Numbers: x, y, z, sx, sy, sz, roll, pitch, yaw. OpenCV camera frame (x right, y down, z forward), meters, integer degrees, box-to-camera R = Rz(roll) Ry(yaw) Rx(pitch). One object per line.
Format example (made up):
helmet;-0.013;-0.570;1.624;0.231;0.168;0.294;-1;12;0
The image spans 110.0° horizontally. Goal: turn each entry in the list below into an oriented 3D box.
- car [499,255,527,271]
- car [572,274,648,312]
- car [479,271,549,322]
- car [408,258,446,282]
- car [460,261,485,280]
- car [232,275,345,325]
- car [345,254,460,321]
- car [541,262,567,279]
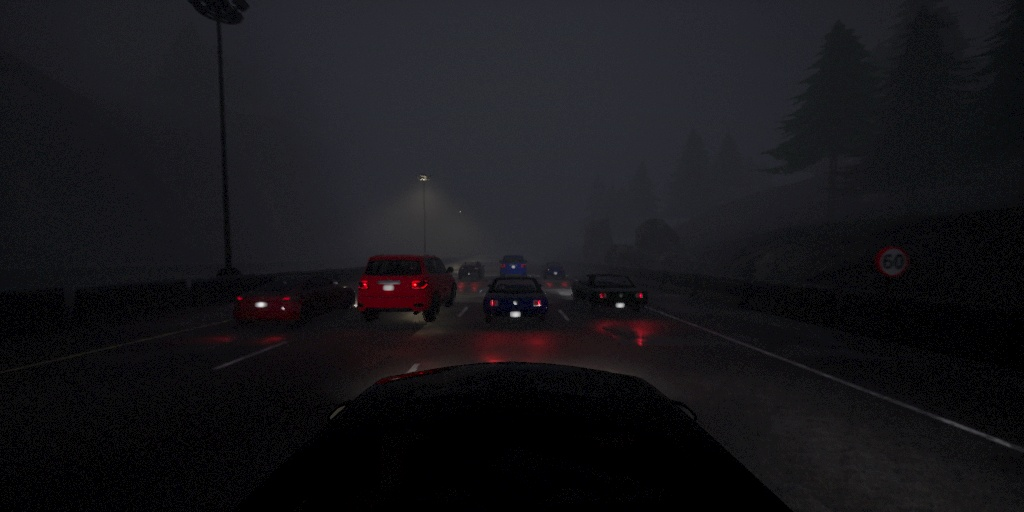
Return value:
car;0.107;0.923;30.322;2.150;2.045;5.566;0;0;0
car;3.603;1.349;14.138;1.895;1.301;4.718;0;0;0
car;0.103;1.349;12.278;1.895;1.301;4.718;0;0;0
car;-6.893;1.057;29.599;2.097;1.767;4.553;0;0;0
car;-3.393;1.191;30.674;2.128;1.511;4.902;0;0;0
car;-6.897;1.312;11.859;1.994;1.385;4.181;0;0;0
car;-3.397;0.969;12.548;2.150;2.045;5.566;0;0;0
car;3.607;1.218;31.876;1.812;1.442;4.674;0;0;0
